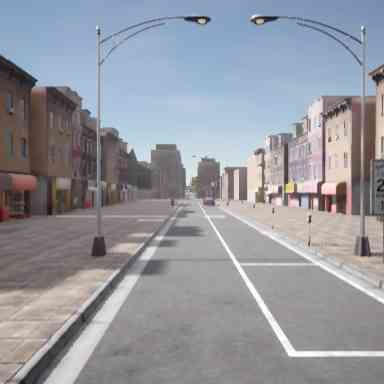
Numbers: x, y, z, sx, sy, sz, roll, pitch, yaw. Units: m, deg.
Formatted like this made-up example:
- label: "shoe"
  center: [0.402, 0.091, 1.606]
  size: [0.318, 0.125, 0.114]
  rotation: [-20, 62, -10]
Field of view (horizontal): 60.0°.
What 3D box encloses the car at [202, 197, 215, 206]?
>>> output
- label: "car"
  center: [2.752, 1.563, 54.391]
  size: [1.812, 1.442, 4.674]
  rotation: [0, 0, 0]
